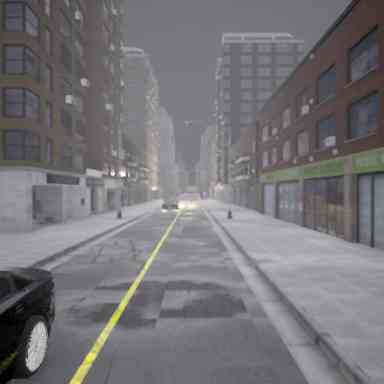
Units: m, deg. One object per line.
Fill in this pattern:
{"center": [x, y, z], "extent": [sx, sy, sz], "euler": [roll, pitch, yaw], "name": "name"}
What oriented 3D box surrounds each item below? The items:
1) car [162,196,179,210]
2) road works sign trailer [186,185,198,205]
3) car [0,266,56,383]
{"center": [-2.832, 1.381, 44.199], "extent": [2.097, 1.767, 4.553], "euler": [0, 0, 0], "name": "car"}
{"center": [0.001, 0.499, 61.812], "extent": [2.380, 3.560, 2.880], "euler": [0, 0, 0], "name": "road works sign trailer"}
{"center": [-2.852, 1.480, 2.681], "extent": [1.882, 1.535, 5.008], "euler": [0, 0, 0], "name": "car"}
